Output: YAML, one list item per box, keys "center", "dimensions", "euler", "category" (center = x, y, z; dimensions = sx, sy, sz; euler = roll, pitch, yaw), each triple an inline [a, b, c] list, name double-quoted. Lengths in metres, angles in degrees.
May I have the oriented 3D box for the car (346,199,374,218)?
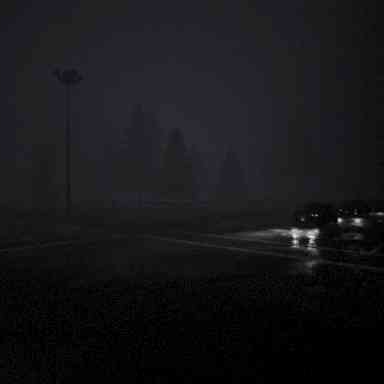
- center: [14.692, 1.465, 30.123]
  dimensions: [1.837, 1.490, 4.892]
  euler: [0, 0, 40]
  category: "car"

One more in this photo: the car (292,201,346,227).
- center: [8.624, 1.473, 23.001]
  dimensions: [2.128, 1.511, 4.902]
  euler: [0, 0, 41]
  category: "car"

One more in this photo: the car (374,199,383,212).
- center: [21.024, 1.486, 37.605]
  dimensions: [2.033, 1.411, 5.357]
  euler: [0, 0, 41]
  category: "car"
